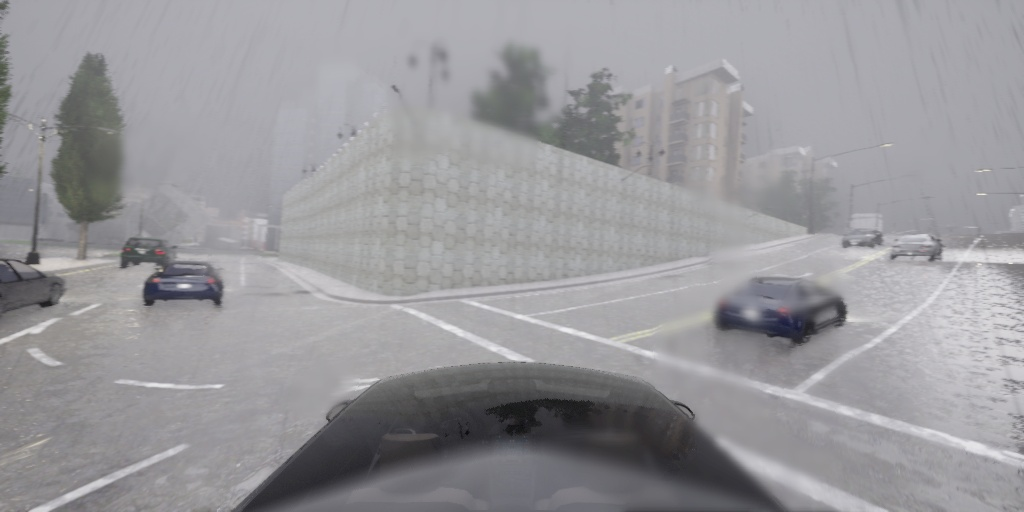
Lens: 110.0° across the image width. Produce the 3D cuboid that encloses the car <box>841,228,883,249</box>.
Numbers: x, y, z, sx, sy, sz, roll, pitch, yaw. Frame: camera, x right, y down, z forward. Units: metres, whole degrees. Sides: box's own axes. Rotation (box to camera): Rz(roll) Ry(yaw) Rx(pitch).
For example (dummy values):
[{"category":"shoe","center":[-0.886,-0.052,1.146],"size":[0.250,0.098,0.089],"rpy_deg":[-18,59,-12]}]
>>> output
[{"category":"car","center":[29.138,-1.505,29.814],"size":[4.902,1.511,2.128],"rpy_deg":[-7,6,-35]}]

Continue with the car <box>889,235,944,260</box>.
[{"category":"car","center":[25.794,-0.647,22.897],"size":[4.674,1.442,1.812],"rpy_deg":[-8,6,-35]}]

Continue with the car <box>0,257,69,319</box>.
[{"category":"car","center":[-12.502,0.699,8.208],"size":[2.033,1.411,5.357],"rpy_deg":[4,-1,-36]}]

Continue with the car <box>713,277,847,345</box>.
[{"category":"car","center":[7.263,1.251,9.636],"size":[4.181,1.385,1.994],"rpy_deg":[-3,4,-36]}]

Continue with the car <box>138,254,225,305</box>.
[{"category":"car","center":[-11.549,0.848,12.831],"size":[1.994,1.385,4.181],"rpy_deg":[4,-1,-39]}]

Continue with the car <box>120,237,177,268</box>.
[{"category":"car","center":[-24.690,-0.228,24.519],"size":[2.150,2.045,5.566],"rpy_deg":[4,-1,-37]}]
